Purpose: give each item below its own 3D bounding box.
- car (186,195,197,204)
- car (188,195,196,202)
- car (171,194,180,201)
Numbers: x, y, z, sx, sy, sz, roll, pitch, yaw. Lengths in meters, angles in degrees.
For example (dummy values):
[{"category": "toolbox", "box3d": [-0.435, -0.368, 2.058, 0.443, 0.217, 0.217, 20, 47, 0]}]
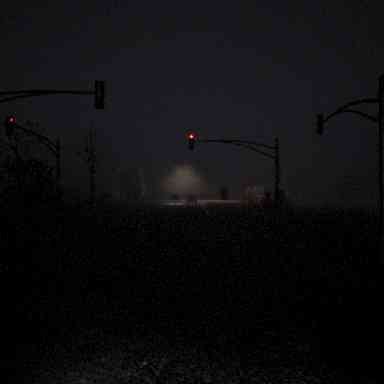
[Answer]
[{"category": "car", "box3d": [-0.061, 1.424, 67.993, 2.097, 1.767, 4.553, 0, 0, 0]}, {"category": "car", "box3d": [-0.070, 1.425, 78.028, 1.837, 1.490, 4.892, 0, 0, 0]}, {"category": "car", "box3d": [-3.565, 1.195, 72.195, 1.837, 1.490, 4.892, 0, 0, 0]}]
